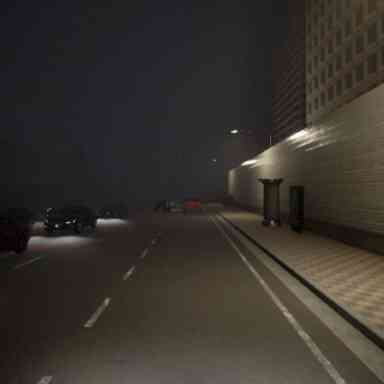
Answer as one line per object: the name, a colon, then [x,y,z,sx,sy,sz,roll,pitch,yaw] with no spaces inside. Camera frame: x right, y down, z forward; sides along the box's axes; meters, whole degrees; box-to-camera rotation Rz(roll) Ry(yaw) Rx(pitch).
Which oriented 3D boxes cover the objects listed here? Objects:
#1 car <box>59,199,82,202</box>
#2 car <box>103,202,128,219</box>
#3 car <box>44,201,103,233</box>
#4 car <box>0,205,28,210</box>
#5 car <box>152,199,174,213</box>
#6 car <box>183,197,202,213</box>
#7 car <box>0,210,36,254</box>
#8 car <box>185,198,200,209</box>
car: [-10.535,1.391,28.273,2.097,1.767,4.553,0,0,1]
car: [-7.028,1.605,29.899,1.994,1.385,4.181,0,0,0]
car: [-7.070,1.529,19.853,1.837,1.490,4.892,0,0,0]
car: [-10.576,1.500,18.492,1.882,1.535,5.008,0,0,0]
car: [-3.374,1.580,38.307,1.812,1.442,4.674,0,0,0]
car: [0.026,1.406,38.497,2.097,1.767,4.553,0,0,0]
car: [-7.079,1.535,10.959,1.812,1.442,4.674,0,0,0]
car: [0.024,1.619,48.479,2.033,1.411,5.357,0,0,0]
